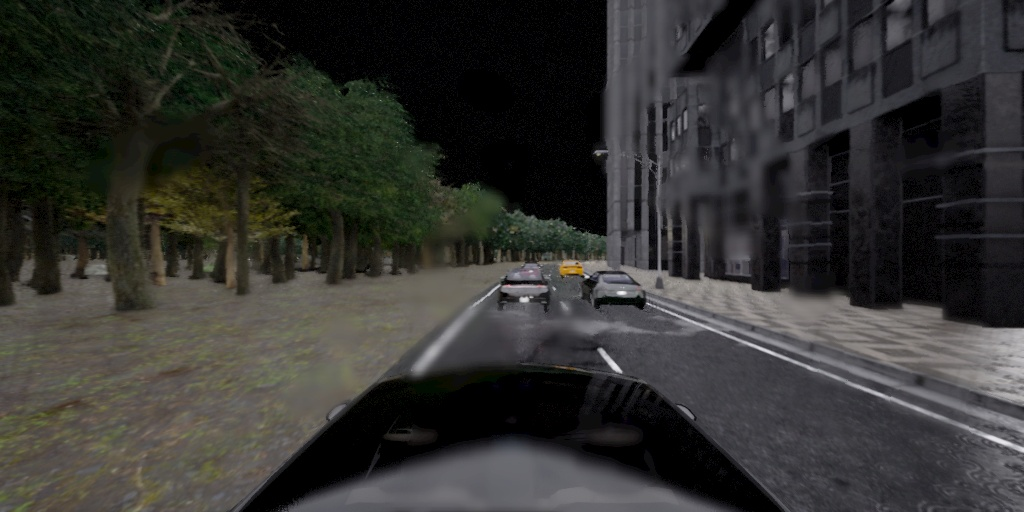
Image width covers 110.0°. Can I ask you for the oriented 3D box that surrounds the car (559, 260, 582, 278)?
[{"bbox_3d":[5.377,1.143,32.852,1.882,1.535,5.008,0,0,6],"label":"car"}]

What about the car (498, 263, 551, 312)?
[{"bbox_3d":[0.505,1.216,14.152,2.128,1.511,4.902,0,0,2],"label":"car"}]

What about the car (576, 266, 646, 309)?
[{"bbox_3d":[4.054,1.296,14.940,1.994,1.385,4.181,0,0,3],"label":"car"}]
